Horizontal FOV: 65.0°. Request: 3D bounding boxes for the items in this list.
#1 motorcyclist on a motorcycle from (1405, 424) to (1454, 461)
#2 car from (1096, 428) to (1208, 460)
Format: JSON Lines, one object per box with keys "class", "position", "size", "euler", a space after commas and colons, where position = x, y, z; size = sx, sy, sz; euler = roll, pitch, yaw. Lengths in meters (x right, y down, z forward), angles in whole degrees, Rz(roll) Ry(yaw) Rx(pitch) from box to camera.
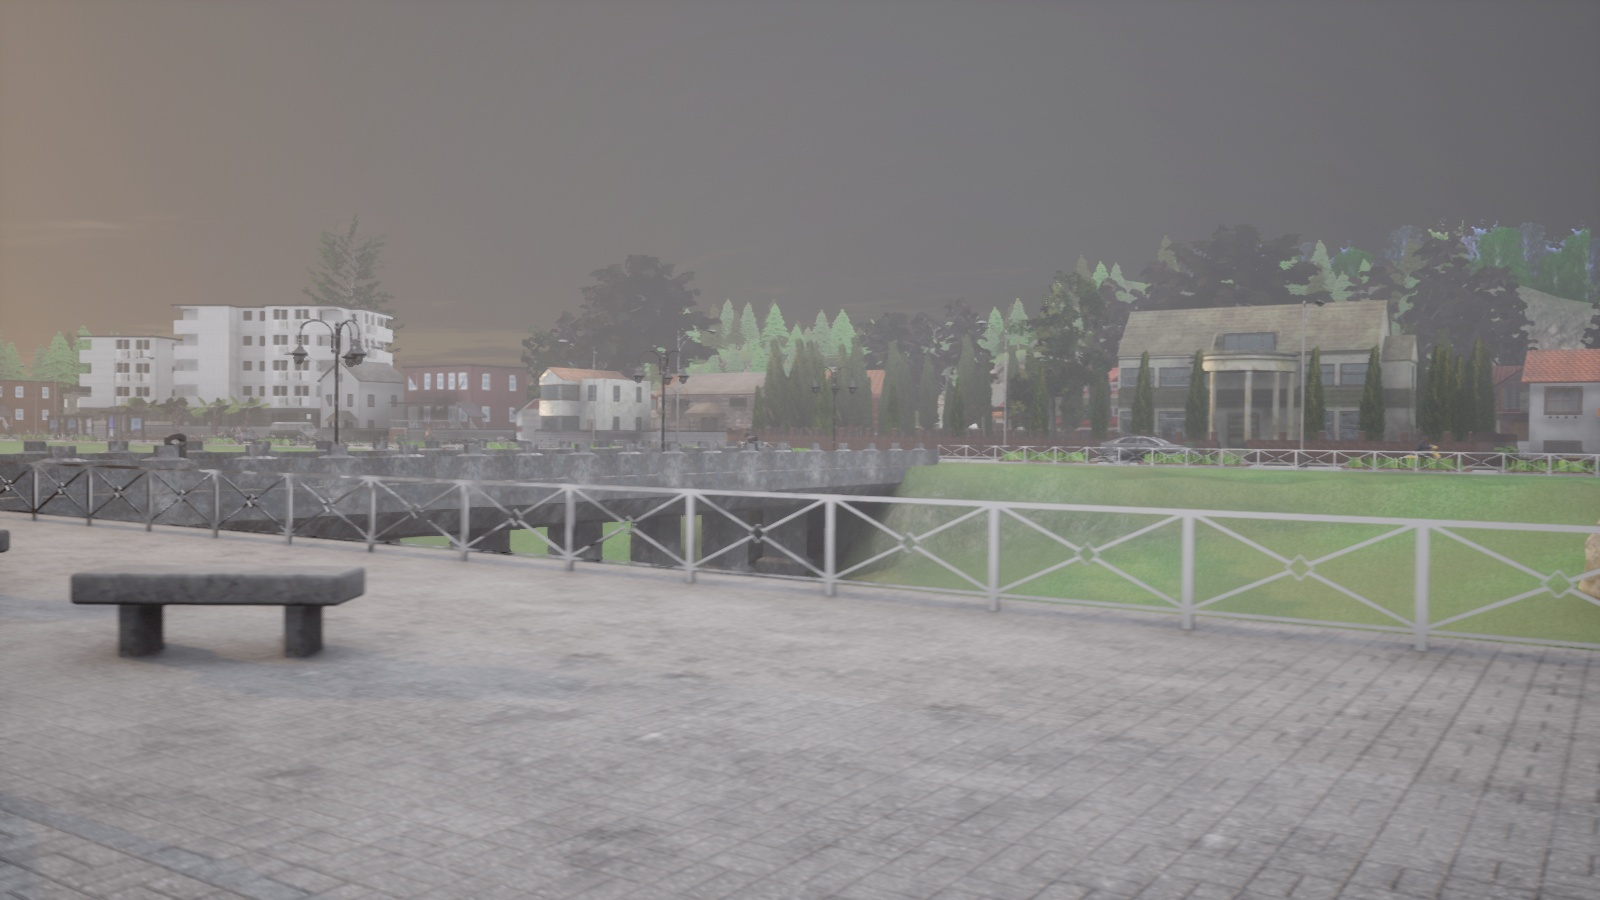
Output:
{"class": "motorcyclist on a motorcycle", "position": [27.613, -0.317, 55.106], "size": [1.817, 1.590, 0.866], "euler": [0, 1, 34]}
{"class": "car", "position": [17.328, -0.315, 61.942], "size": [4.902, 1.511, 2.128], "euler": [0, 1, 34]}
